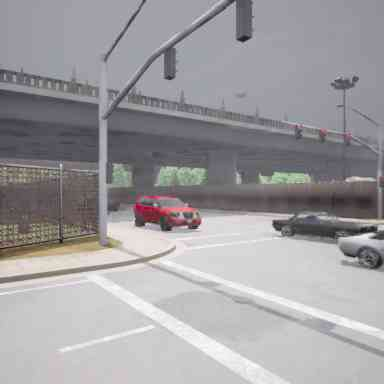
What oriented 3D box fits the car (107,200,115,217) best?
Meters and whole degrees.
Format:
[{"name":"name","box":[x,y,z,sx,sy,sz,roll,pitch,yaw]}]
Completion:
[{"name":"car","box":[-9.368,1.656,31.569,1.895,1.301,4.718,0,0,-36]}]

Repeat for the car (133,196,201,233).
[{"name":"car","box":[-1.717,1.275,20.840,2.150,2.045,5.566,0,0,-35]}]

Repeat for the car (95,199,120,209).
[{"name":"car","box":[-12.236,1.656,47.958,1.895,1.301,4.718,0,0,-36]}]

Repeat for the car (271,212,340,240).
[{"name":"car","box":[6.188,1.629,15.825,1.895,1.301,4.718,0,0,-36]}]

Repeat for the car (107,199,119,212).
[{"name":"car","box":[-10.470,1.603,39.138,2.033,1.411,5.357,0,0,-35]}]

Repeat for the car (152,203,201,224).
[{"name":"car","box":[-1.308,1.620,26.315,1.994,1.385,4.181,0,0,-36]}]

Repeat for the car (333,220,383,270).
[{"name":"car","box":[6.670,1.630,9.132,1.895,1.301,4.718,0,0,-36]}]
